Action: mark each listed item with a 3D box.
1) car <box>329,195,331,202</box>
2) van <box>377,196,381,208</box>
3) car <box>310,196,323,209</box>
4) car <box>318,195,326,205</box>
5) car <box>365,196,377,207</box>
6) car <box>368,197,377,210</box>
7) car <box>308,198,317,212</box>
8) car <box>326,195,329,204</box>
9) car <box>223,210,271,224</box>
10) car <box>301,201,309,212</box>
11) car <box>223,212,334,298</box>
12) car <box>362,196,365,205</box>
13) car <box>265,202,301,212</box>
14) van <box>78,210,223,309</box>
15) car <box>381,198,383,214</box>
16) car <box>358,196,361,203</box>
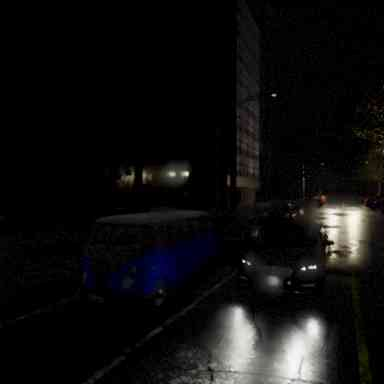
[{"bbox_3d":[29.382,1.634,74.526,2.192,1.841,5.009,0,0,24],"label":"car"},{"bbox_3d":[20.898,1.461,35.035,1.690,1.788,3.998,0,0,24],"label":"van"},{"bbox_3d":[17.706,1.691,48.678,1.752,1.417,4.829,0,0,24],"label":"car"},{"bbox_3d":[20.096,1.510,53.971,2.192,1.841,5.009,0,0,24],"label":"car"},{"bbox_3d":[27.861,1.759,50.451,1.947,1.339,4.313,0,0,24],"label":"car"},{"bbox_3d":[25.540,1.746,45.313,1.802,1.307,4.206,0,0,24],"label":"car"},{"bbox_3d":[13.133,1.704,38.555,1.802,1.307,4.206,0,0,24],"label":"car"},{"bbox_3d":[24.740,1.572,64.250,2.192,1.841,5.009,0,0,24],"label":"car"},{"bbox_3d":[1.526,1.594,12.860,1.947,1.339,4.313,0,0,24],"label":"car"},{"bbox_3d":[8.490,1.628,28.277,1.887,1.381,4.507,0,0,24],"label":"car"},{"bbox_3d":[2.635,1.511,8.824,2.128,1.511,4.902,0,0,25],"label":"car"},{"bbox_3d":[30.184,1.539,55.593,2.192,1.841,5.009,0,0,24],"label":"car"},{"bbox_3d":[6.169,1.505,23.138,1.967,1.590,4.097,0,0,24],"label":"car"},{"bbox_3d":[-0.795,1.356,7.721,1.690,1.788,3.998,0,0,24],"label":"van"},{"bbox_3d":[18.576,1.541,29.895,1.967,1.590,4.097,0,0,24],"label":"car"},{"bbox_3d":[37.149,1.883,71.009,1.947,1.339,4.313,0,0,24],"label":"car"}]
